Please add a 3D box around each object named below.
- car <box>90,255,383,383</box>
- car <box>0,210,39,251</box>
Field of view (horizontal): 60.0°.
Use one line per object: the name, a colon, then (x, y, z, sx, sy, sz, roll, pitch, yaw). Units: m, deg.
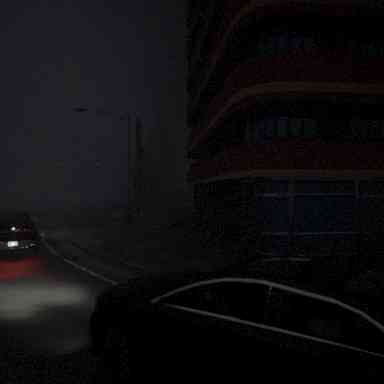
car: (0.833, 1.491, 3.679, 4.902, 1.511, 2.128, 0, 0, 38)
car: (-7.395, 1.506, 13.467, 1.837, 1.490, 4.892, 0, 1, -31)
